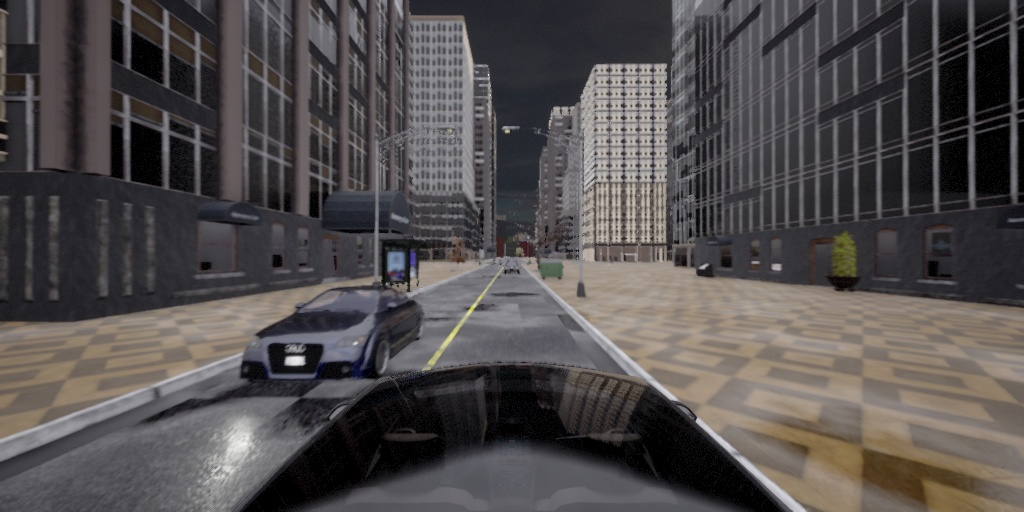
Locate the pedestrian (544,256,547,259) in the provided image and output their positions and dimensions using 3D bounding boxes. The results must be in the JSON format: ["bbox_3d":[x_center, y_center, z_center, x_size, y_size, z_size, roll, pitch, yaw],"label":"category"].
[{"bbox_3d":[2.916,0.873,30.989,0.375,1.860,0.375,0,0,-1],"label":"pedestrian"}]

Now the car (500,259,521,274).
[{"bbox_3d":[-0.006,1.272,40.346,2.033,1.411,5.357,0,0,0],"label":"car"}]

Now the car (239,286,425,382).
[{"bbox_3d":[-3.099,1.311,7.113,1.994,1.385,4.181,0,0,0],"label":"car"}]

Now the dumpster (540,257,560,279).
[{"bbox_3d":[3.123,1.128,29.532,1.020,1.700,1.940,0,0,0],"label":"dumpster"}]
